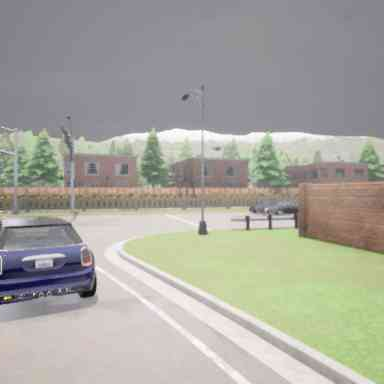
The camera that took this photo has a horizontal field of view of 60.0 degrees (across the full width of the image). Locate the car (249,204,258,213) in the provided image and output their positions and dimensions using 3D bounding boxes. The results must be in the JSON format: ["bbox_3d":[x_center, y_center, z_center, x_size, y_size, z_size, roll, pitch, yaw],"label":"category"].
[{"bbox_3d":[8.094,1.568,34.645,4.181,1.385,1.994,0,0,-17],"label":"car"}]

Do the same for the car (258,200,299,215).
[{"bbox_3d":[9.125,1.495,31.302,4.902,1.511,2.128,0,0,-17],"label":"car"}]

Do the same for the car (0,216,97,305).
[{"bbox_3d":[-3.871,1.356,7.994,2.097,1.767,4.553,0,0,-32],"label":"car"}]
